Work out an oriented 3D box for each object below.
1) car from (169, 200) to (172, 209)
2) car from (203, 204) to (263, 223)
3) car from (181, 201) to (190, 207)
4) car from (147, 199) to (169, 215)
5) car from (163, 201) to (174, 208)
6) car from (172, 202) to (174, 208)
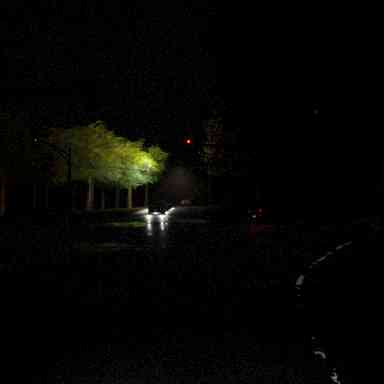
[{"bbox_3d":[-4.405,2.079,49.085,1.812,1.442,4.674,0,-1,-1],"label":"car"},{"bbox_3d":[3.006,1.640,25.506,1.895,1.301,4.718,-2,-4,-42],"label":"car"},{"bbox_3d":[-1.529,2.781,79.401,1.882,1.535,5.008,0,-2,-1],"label":"car"},{"bbox_3d":[-4.196,1.902,40.092,1.837,1.490,4.892,0,-1,-1],"label":"car"},{"bbox_3d":[-4.779,2.565,68.247,1.895,1.301,4.718,0,-2,-1],"label":"car"},{"bbox_3d":[-4.607,2.073,58.017,2.097,1.767,4.553,0,-1,-1],"label":"car"}]
